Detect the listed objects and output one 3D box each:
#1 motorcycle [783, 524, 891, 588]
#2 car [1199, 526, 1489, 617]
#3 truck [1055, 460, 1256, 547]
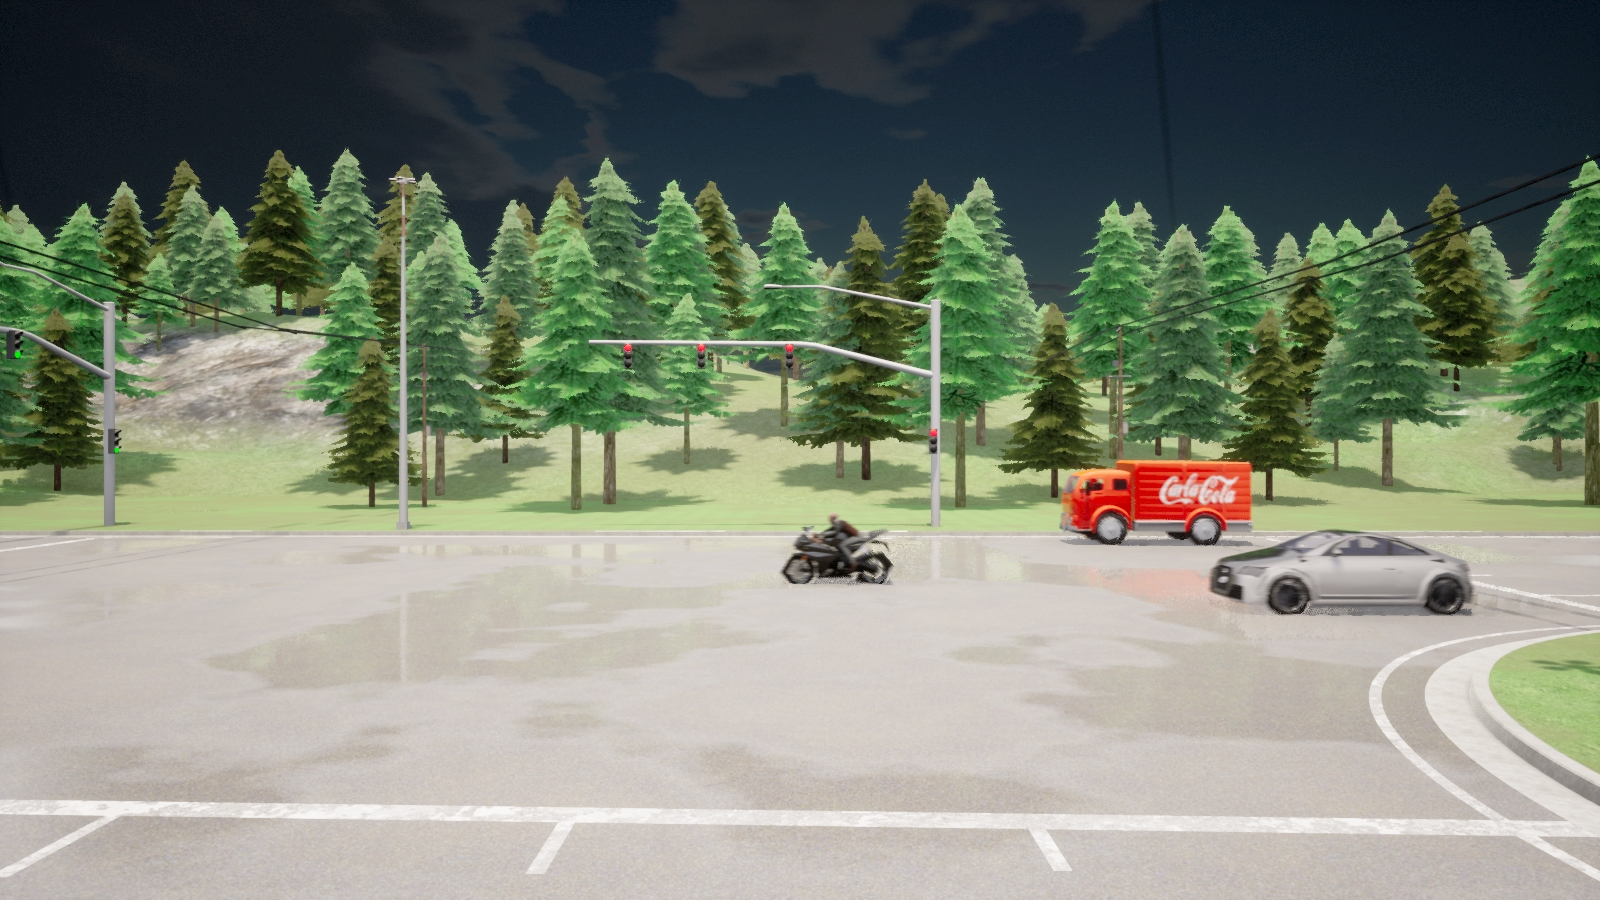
[{"bbox_3d":[0.759,2.189,23.722,2.209,1.251,0.867,0,0,0],"label":"motorcycle"},{"bbox_3d":[9.474,2.105,20.168,4.181,1.385,1.994,0,0,0],"label":"car"},{"bbox_3d":[10.507,1.548,34.158,5.204,2.467,2.627,0,0,0],"label":"truck"}]
